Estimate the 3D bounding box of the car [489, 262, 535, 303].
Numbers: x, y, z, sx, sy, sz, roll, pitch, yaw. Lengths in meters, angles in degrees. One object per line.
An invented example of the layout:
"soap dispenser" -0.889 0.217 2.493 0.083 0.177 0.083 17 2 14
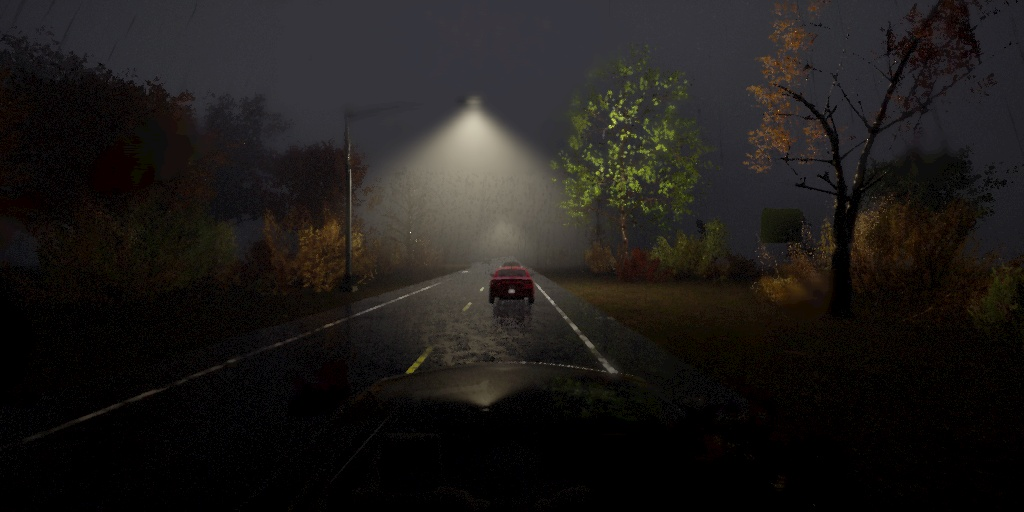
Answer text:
"car" -0.017 1.233 16.505 1.882 1.535 5.008 0 0 0
